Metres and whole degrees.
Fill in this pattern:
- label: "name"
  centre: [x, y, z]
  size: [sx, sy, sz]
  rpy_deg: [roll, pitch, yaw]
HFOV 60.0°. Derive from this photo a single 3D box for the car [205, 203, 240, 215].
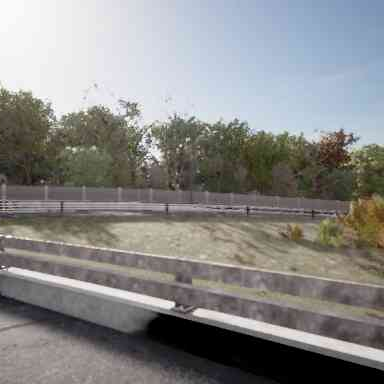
- label: "car"
  centre: [4.071, 2.183, 44.761]
  size: [5.008, 1.535, 1.882]
  rpy_deg: [3, -1, -26]
